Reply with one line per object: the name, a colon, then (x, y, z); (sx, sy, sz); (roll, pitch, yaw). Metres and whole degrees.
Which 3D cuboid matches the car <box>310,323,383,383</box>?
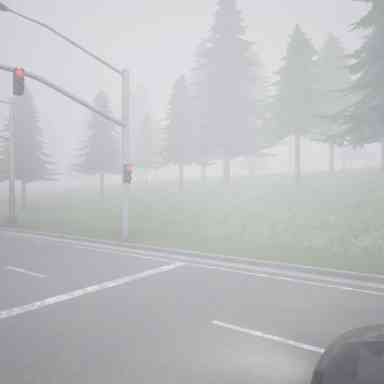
car: (3.161, 1.505, 1.732); (4.892, 1.490, 1.837); (0, 0, 35)
